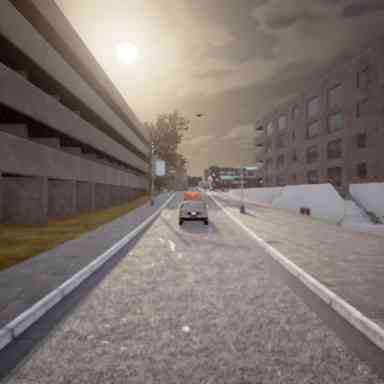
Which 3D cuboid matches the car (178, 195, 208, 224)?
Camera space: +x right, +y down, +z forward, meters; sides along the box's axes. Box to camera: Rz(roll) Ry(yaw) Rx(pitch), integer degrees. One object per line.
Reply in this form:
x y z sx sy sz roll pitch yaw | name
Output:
0.089 1.215 21.720 2.033 1.411 5.357 0 2 0 | car

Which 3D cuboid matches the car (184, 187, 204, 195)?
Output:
0.080 0.210 40.850 2.097 1.767 4.553 0 3 0 | car
